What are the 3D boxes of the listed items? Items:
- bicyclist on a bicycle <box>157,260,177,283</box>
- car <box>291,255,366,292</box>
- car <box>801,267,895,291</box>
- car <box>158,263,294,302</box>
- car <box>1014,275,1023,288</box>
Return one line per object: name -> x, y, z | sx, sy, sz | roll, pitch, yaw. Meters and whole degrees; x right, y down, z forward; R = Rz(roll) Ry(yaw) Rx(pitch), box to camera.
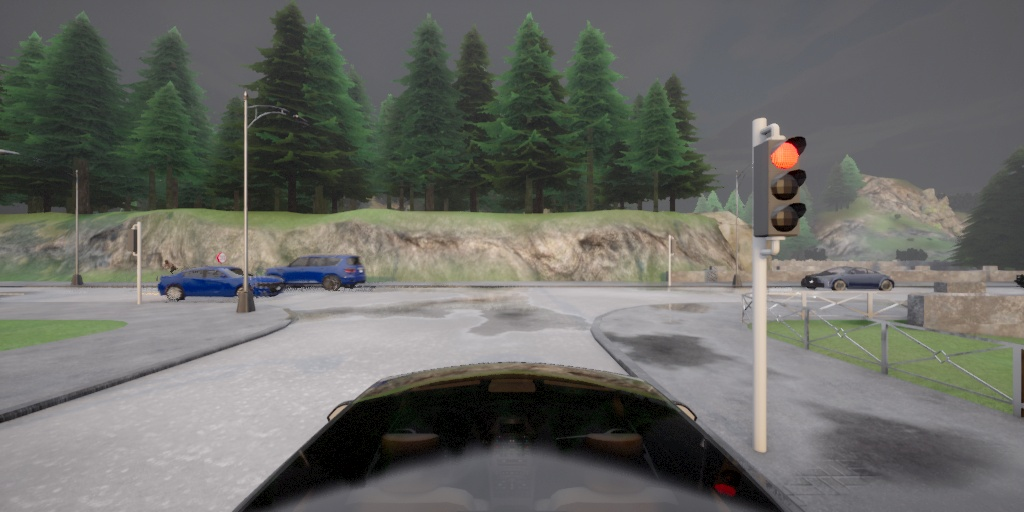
bicyclist on a bicycle -> -23.915, 1.096, 24.975 | 0.582, 1.620, 1.656 | 0, 0, 0
car -> -11.435, 0.969, 20.839 | 5.566, 2.045, 2.150 | 0, 0, 2
car -> 19.303, 1.312, 20.726 | 4.181, 1.385, 1.994 | 0, 0, 0
car -> -13.287, 1.226, 16.563 | 5.008, 1.535, 1.882 | 0, 0, 0
car -> 32.442, 1.348, 20.707 | 4.718, 1.301, 1.895 | 0, 0, 0
